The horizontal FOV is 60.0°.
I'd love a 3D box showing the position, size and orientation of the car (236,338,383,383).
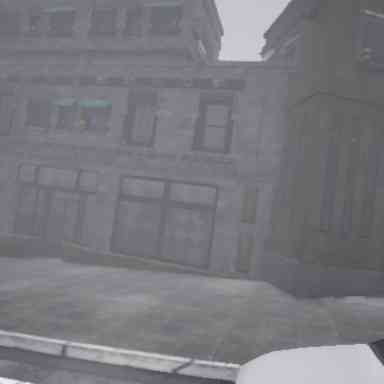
[{"bbox_3d":[2.684,1.898,2.743,4.674,1.442,1.812,3,-4,7],"label":"car"}]
